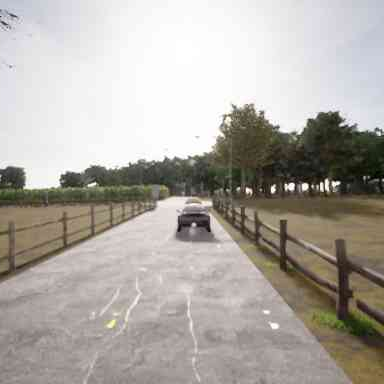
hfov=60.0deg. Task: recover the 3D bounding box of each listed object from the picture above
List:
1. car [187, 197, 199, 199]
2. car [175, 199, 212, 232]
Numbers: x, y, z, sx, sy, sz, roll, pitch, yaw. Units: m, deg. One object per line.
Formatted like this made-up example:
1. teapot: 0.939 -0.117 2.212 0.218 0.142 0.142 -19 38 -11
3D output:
1. car: 0.114 1.323 36.886 1.882 1.535 5.008 0 0 0
2. car: 0.100 1.422 19.554 1.837 1.490 4.892 0 0 0
